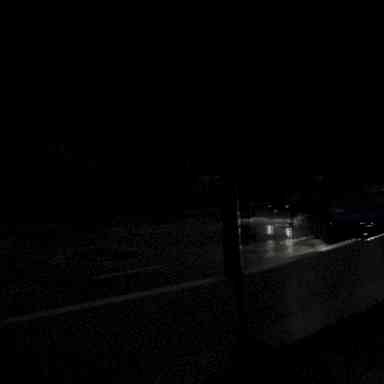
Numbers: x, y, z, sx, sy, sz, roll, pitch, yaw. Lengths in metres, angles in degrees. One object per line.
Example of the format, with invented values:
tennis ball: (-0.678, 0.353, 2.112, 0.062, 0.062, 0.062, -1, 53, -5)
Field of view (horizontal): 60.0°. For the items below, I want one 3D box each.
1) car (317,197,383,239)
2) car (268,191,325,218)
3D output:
car: (7.622, 0.971, 13.721, 5.008, 1.535, 1.882, -4, 3, -35)
car: (7.021, 0.730, 21.868, 4.674, 1.442, 1.812, -5, 3, -35)
